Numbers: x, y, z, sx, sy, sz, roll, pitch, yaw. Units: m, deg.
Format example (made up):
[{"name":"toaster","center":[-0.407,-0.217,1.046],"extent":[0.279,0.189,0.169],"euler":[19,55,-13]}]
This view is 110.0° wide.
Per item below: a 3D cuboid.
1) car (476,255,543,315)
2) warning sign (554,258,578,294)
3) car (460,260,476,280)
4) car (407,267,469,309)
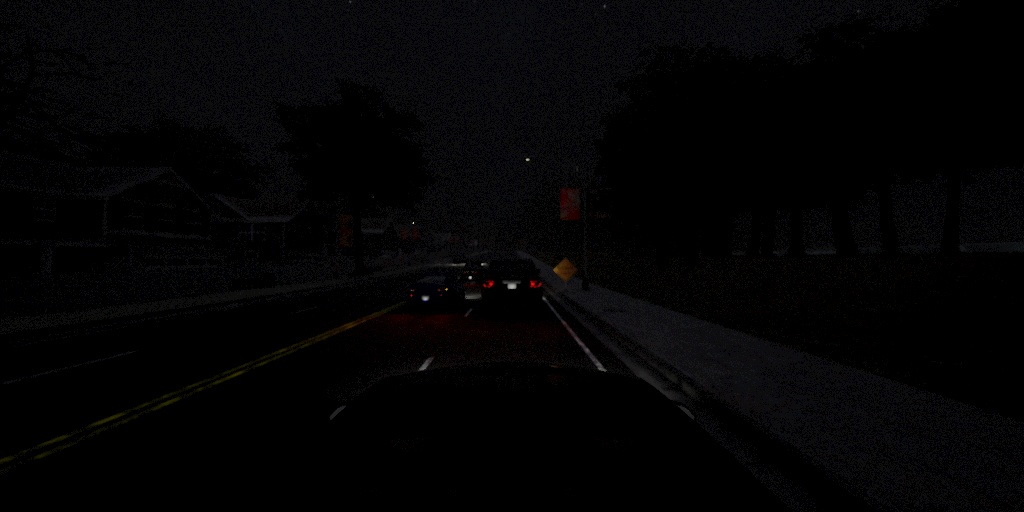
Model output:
[{"name":"car","center":[0.009,1.097,14.444],"extent":[2.150,2.045,5.566],"euler":[0,0,0]},{"name":"warning sign","center":[2.851,1.017,18.952],"extent":[1.300,1.860,1.060],"euler":[0,0,0]},{"name":"car","center":[-3.233,1.388,30.308],"extent":[1.837,1.490,4.892],"euler":[0,1,0]},{"name":"car","center":[-3.229,1.408,15.749],"extent":[1.812,1.442,4.674],"euler":[0,0,0]}]
